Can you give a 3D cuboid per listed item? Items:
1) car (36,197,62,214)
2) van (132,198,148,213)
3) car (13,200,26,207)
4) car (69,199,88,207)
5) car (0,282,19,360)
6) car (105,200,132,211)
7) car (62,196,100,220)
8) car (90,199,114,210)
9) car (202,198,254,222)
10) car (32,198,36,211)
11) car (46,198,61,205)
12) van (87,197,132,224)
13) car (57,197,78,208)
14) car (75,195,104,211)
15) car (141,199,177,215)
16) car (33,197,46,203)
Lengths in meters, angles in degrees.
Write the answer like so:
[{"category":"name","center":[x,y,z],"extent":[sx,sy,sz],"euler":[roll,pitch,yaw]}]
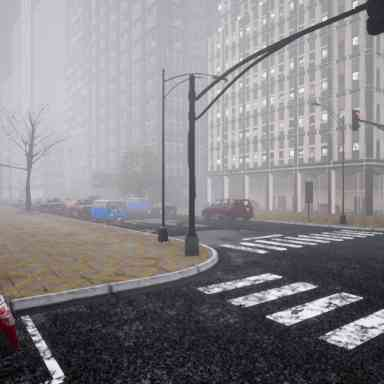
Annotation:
[{"category":"car","center":[-16.788,1.584,40.187],"extent":[2.192,1.841,5.009],"euler":[0,0,-36]},{"category":"van","center":[-6.658,1.586,40.568],"extent":[1.690,1.788,3.998],"euler":[0,0,-36]},{"category":"car","center":[-30.309,1.994,58.532],"extent":[1.802,1.307,4.206],"euler":[0,0,-36]},{"category":"car","center":[-20.179,1.940,58.913],"extent":[2.008,1.369,4.403],"euler":[0,0,-36]},{"category":"car","center":[-4.240,1.440,3.532],"extent":[4.097,1.590,1.967],"euler":[0,0,-36]},{"category":"car","center":[-10.037,1.847,45.154],"extent":[1.947,1.339,4.313],"euler":[0,0,-36]},{"category":"car","center":[-10.027,1.510,31.014],"extent":[2.192,1.841,5.009],"euler":[0,0,-36]},{"category":"car","center":[-13.519,1.844,49.878],"extent":[1.752,1.417,4.829],"euler":[0,0,-36]},{"category":"car","center":[2.900,1.454,27.602],"extent":[2.192,1.841,5.009],"euler":[0,0,-36]},{"category":"car","center":[-20.168,1.745,44.773],"extent":[1.967,1.590,4.097],"euler":[0,0,-36]},{"category":"car","center":[-30.322,2.061,72.673],"extent":[1.947,1.339,4.313],"euler":[0,0,-36]},{"category":"van","center":[-6.646,1.499,26.428],"extent":[1.690,1.788,3.998],"euler":[0,0,-36]},{"category":"car","center":[-20.780,1.721,55.202],"extent":[2.097,1.767,4.553],"euler":[0,0,-36]},{"category":"car","center":[-14.473,1.524,46.717],"extent":[2.150,2.045,5.566],"euler":[0,0,-36]},{"category":"car","center":[-3.276,1.758,35.981],"extent":[2.008,1.369,4.403],"euler":[0,0,-36]},{"category":"car","center":[-39.084,2.063,85.088],"extent":[1.882,1.535,5.008],"euler":[0,0,-36]}]
